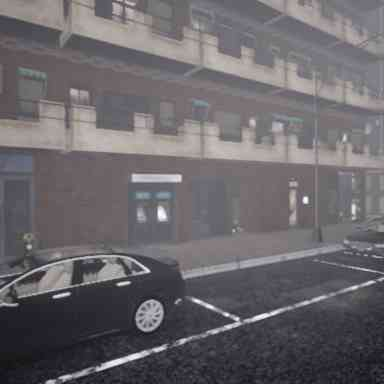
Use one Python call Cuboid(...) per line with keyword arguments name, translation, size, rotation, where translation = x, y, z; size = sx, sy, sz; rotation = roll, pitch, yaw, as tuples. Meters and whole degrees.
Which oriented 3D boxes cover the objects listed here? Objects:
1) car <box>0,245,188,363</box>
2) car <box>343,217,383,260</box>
Cuboid(name="car", translation=(-2.132, 1.551, 5.051), size=(4.403, 1.369, 2.008), rotation=(0, -1, -35))
Cuboid(name="car", translation=(6.991, 1.550, 11.554), size=(4.403, 1.369, 2.008), rotation=(0, -1, -35))
